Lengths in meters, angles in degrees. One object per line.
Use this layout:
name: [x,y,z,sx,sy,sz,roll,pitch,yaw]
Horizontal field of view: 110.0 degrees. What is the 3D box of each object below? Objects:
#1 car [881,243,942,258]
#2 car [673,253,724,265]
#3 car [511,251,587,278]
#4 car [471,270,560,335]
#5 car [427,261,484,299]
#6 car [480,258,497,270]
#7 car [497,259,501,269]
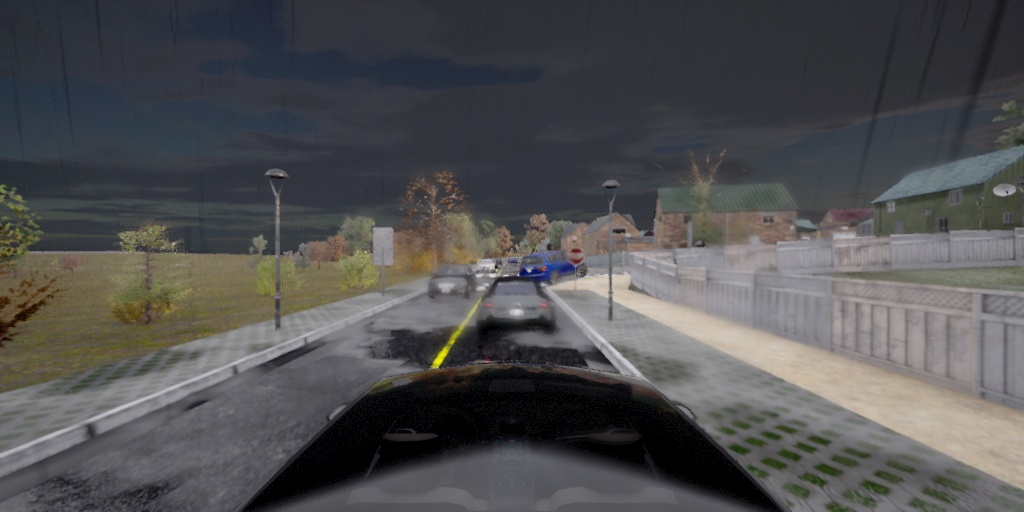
car: [25.010,-0.321,23.365,4.181,1.385,1.994,-3,0,14]
car: [14.308,0.266,26.123,5.357,1.411,2.033,-3,0,15]
car: [2.782,0.680,23.595,2.150,2.045,5.566,-3,5,40]
car: [0.100,1.265,10.327,1.994,1.385,4.181,0,0,0]
car: [-2.746,1.154,17.358,2.128,1.511,4.902,0,0,0]
car: [-2.777,1.077,38.700,1.812,1.442,4.674,0,0,-2]
car: [-2.830,1.005,48.863,1.837,1.490,4.892,0,1,0]
